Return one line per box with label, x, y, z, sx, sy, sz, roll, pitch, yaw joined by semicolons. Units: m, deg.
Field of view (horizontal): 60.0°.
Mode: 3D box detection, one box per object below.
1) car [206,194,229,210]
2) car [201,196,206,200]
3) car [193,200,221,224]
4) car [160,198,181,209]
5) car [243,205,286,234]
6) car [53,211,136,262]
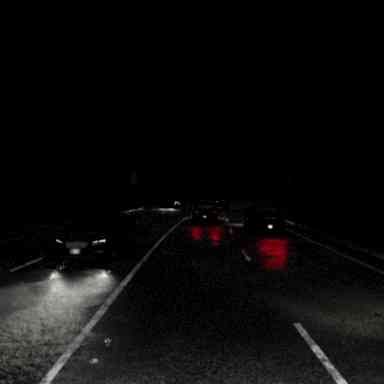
car;3.502;1.241;42.465;2.150;2.045;5.566;0;0;11
car;2.834;1.375;55.256;2.097;1.767;4.553;0;0;16
car;1.081;1.538;25.131;1.812;1.442;4.674;0;-1;5
car;-2.949;1.558;46.929;2.033;1.411;5.357;0;0;12
car;4.164;1.516;19.496;1.837;1.490;4.892;0;0;3
car;-3.364;1.495;12.288;2.128;1.511;4.902;0;0;2
